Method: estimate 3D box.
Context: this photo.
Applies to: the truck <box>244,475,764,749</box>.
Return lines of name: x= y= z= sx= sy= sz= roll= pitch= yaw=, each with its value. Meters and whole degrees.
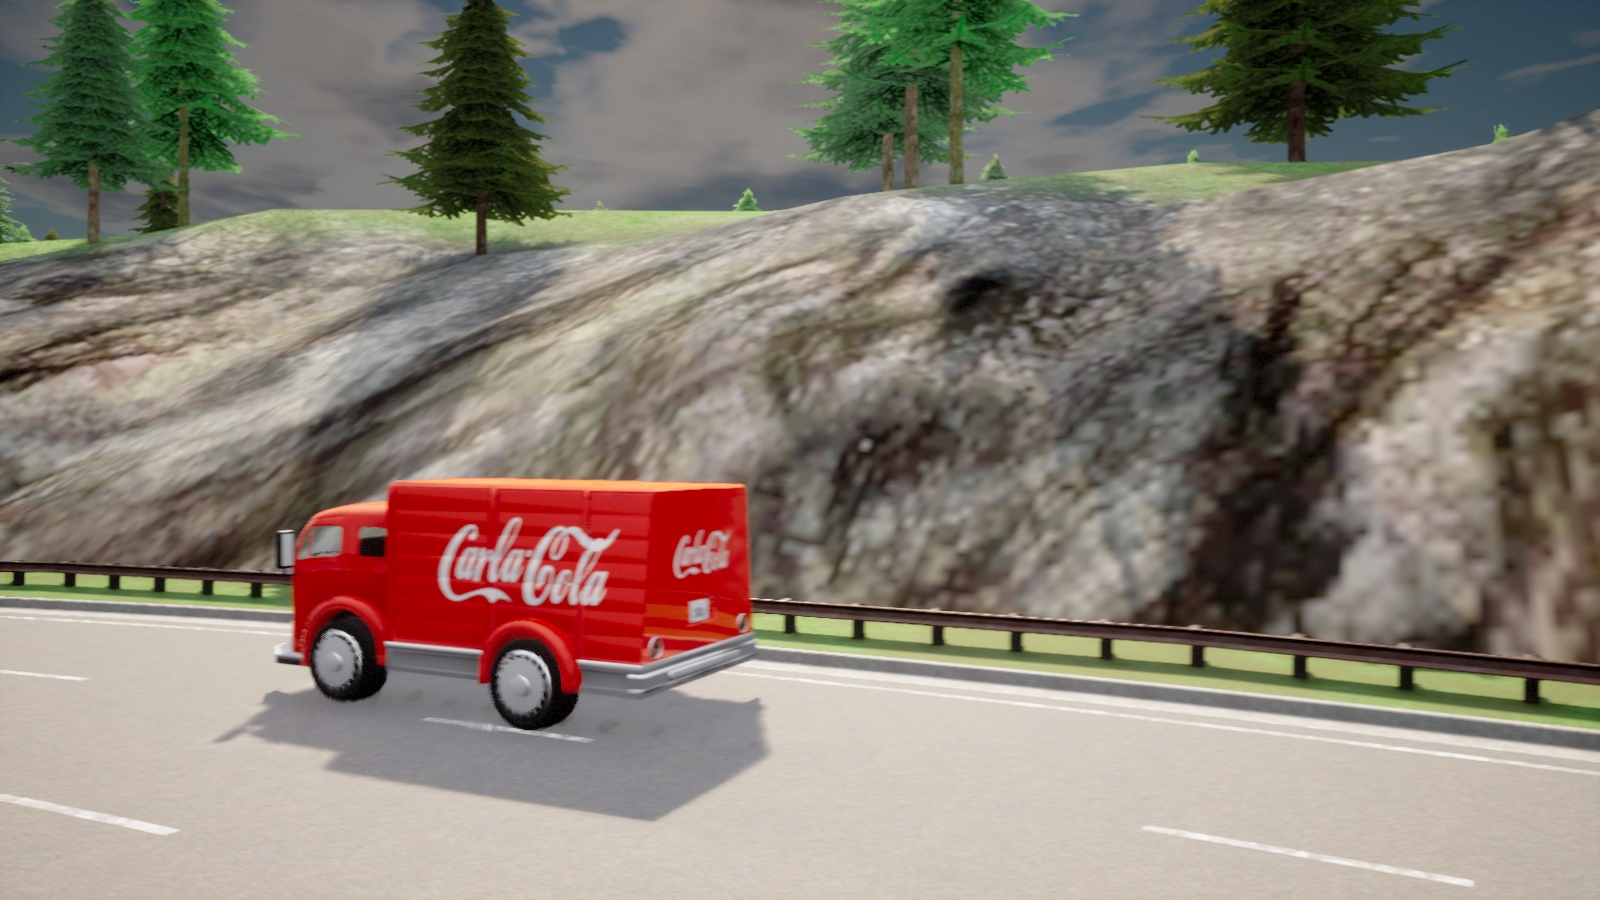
truck: x=-3.330 y=1.563 z=12.956 sx=5.204 sy=2.467 sz=2.627 roll=0 pitch=0 yaw=25
